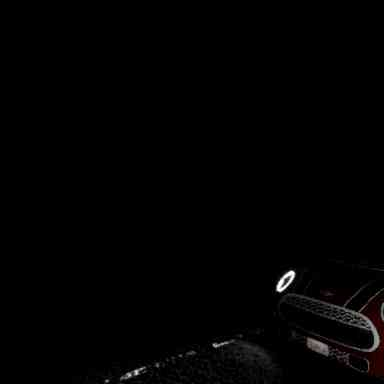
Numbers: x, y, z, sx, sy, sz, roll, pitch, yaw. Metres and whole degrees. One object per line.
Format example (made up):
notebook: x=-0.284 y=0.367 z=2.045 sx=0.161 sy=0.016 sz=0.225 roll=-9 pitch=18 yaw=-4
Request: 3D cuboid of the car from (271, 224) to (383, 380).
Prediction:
car: x=3.410 y=1.352 z=5.489 sx=4.553 sy=1.767 sz=2.097 roll=0 pitch=0 yaw=-35
